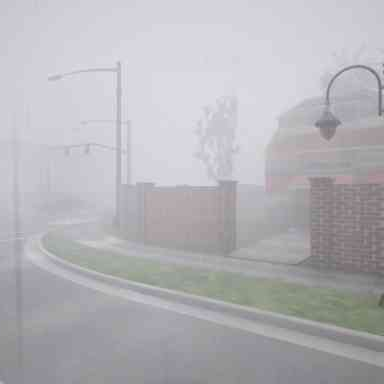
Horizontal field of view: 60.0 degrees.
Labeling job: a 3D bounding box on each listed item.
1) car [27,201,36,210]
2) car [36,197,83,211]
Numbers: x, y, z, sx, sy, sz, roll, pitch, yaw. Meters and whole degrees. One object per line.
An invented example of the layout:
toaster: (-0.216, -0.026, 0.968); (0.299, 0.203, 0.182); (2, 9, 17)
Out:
car: (-17.752, 1.397, 40.840); (1.812, 1.442, 4.674); (0, 1, 37)
car: (-15.021, 1.373, 38.653); (1.837, 1.490, 4.892); (0, 1, 36)
